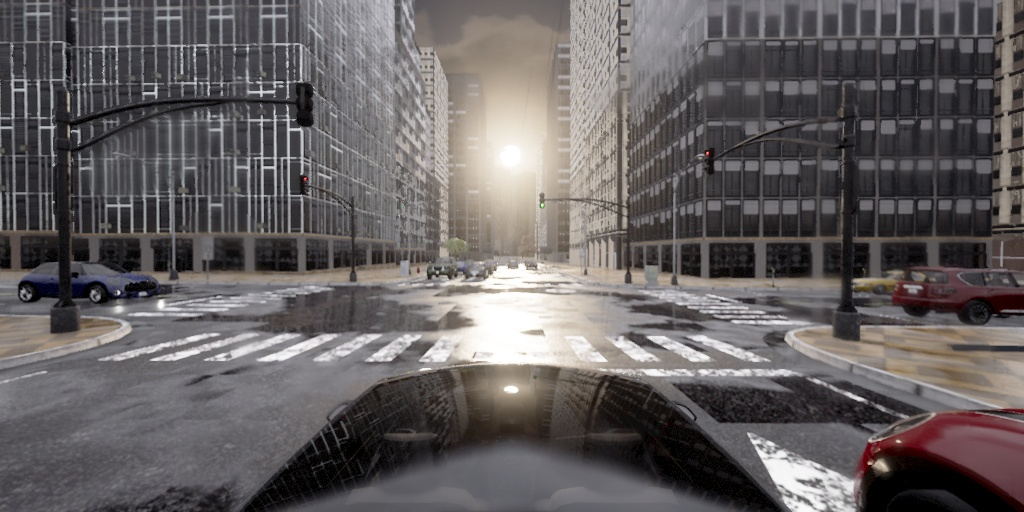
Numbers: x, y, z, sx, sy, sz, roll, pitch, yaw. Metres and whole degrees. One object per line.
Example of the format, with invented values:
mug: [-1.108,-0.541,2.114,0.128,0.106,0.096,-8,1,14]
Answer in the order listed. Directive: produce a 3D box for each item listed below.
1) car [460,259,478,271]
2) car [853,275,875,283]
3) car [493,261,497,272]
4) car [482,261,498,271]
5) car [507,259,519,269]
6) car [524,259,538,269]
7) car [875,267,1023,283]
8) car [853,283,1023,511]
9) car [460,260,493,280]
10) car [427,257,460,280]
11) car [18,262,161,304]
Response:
car: [-6.421,1.300,53.626,2.097,1.767,4.553,0,0,0]
car: [21.862,1.496,20.596,4.829,1.417,1.751,0,0,1]
car: [-3.217,1.512,43.031,1.895,1.301,4.718,0,0,0]
car: [-3.174,1.496,53.734,2.033,1.411,5.357,0,0,0]
car: [0.201,1.545,63.170,1.994,1.385,4.181,0,0,0]
car: [3.451,1.582,63.189,1.895,1.301,4.718,0,0,0]
car: [16.224,1.330,12.329,5.009,1.841,2.192,0,0,1]
car: [3.256,1.096,0.410,2.097,1.767,4.553,0,0,1]
car: [-3.245,1.369,33.750,2.128,1.511,4.902,0,0,1]
car: [-6.486,1.100,33.993,2.150,2.045,5.566,0,0,0]
car: [-18.151,1.033,15.553,4.553,1.767,2.097,1,1,3]
